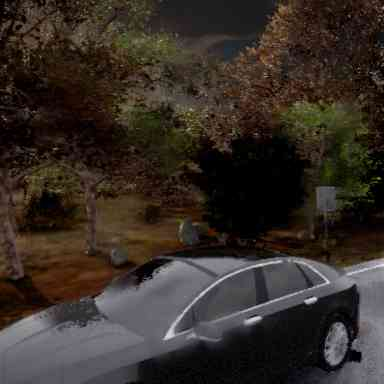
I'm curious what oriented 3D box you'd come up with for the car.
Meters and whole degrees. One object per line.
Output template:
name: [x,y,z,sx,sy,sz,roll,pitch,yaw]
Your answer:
car: [0.154,1.502,4.090,4.892,1.490,1.837,0,0,-35]
